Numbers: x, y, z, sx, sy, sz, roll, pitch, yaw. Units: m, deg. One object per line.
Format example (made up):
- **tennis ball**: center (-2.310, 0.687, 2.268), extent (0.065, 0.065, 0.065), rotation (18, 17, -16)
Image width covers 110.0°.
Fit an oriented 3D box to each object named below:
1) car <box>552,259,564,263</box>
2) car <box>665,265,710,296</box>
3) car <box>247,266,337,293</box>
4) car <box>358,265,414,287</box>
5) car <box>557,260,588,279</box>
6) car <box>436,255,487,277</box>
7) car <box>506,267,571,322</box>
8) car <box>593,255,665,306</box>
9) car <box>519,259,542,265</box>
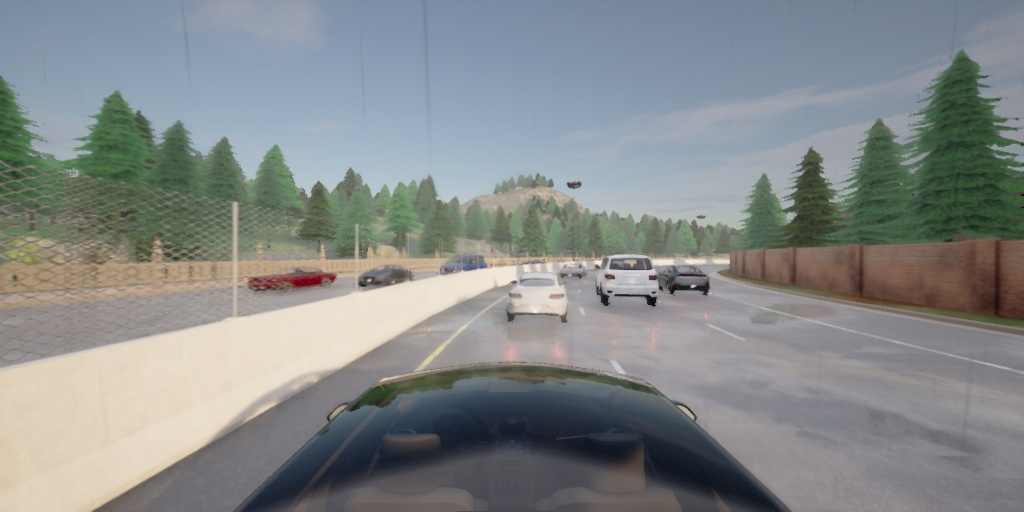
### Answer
- **car**: center (8.126, 1.272, 60.658), extent (1.994, 1.385, 4.181), rotation (0, 0, 34)
- **car**: center (9.276, 1.258, 19.702), extent (2.128, 1.511, 4.902), rotation (0, 0, 12)
- **car**: center (-12.220, 1.276, 20.285), extent (1.895, 1.301, 4.718), rotation (0, 0, 11)
- **car**: center (-8.032, 1.253, 23.180), extent (1.994, 1.385, 4.181), rotation (0, 0, 13)
- **car**: center (5.668, 1.335, 32.557), extent (1.895, 1.301, 4.718), rotation (0, 0, 19)
- **car**: center (-3.603, 0.924, 26.863), extent (2.150, 2.045, 5.566), rotation (0, 0, 15)
- **car**: center (0.918, 1.266, 12.207), extent (1.812, 1.442, 4.674), rotation (0, 0, 7)
- **car**: center (5.006, 0.974, 16.181), extent (2.150, 2.045, 5.566), rotation (0, 0, 10)
- **car**: center (3.108, 1.237, 59.418), extent (2.033, 1.411, 5.357), rotation (0, 0, 33)
